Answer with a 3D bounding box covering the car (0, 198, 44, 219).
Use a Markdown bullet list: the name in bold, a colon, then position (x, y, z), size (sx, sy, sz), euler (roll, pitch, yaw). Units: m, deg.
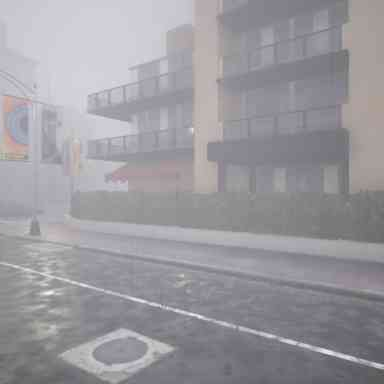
- **car**: position (-15.577, 1.547, 28.381), size (2.033, 1.411, 5.357), euler (0, 0, 36)
